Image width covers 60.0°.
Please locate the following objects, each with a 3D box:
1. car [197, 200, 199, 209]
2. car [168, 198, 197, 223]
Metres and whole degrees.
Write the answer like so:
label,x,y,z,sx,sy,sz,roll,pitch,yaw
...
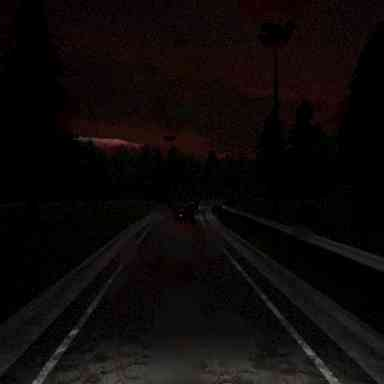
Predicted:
label,x,y,z,sx,sy,sz,roll,pitch,yaw
car,-0.139,1.445,42.278,2.128,1.511,4.902,0,0,5
car,-0.802,1.450,25.248,1.882,1.535,5.008,0,0,-1
